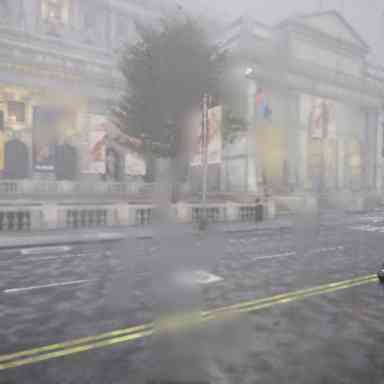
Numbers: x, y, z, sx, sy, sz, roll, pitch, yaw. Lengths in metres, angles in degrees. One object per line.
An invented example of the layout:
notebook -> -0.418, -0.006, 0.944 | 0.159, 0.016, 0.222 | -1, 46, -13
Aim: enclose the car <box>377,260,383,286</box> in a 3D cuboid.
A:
car -> 6.575, 1.596, 7.749 | 5.357, 1.411, 2.033 | 0, 0, -31
